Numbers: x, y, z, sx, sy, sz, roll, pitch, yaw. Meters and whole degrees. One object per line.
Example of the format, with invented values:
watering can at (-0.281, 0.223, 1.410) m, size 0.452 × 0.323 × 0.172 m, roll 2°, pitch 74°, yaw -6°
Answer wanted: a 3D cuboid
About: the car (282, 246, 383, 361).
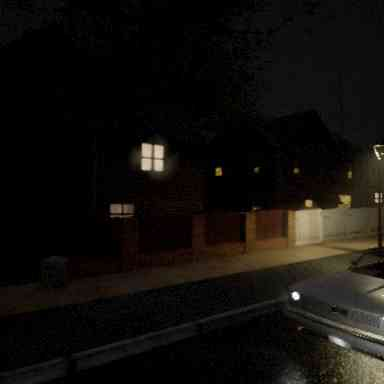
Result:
car at (3.696, 1.636, 5.591) m, size 4.718 × 1.301 × 1.895 m, roll 0°, pitch 0°, yaw -36°
